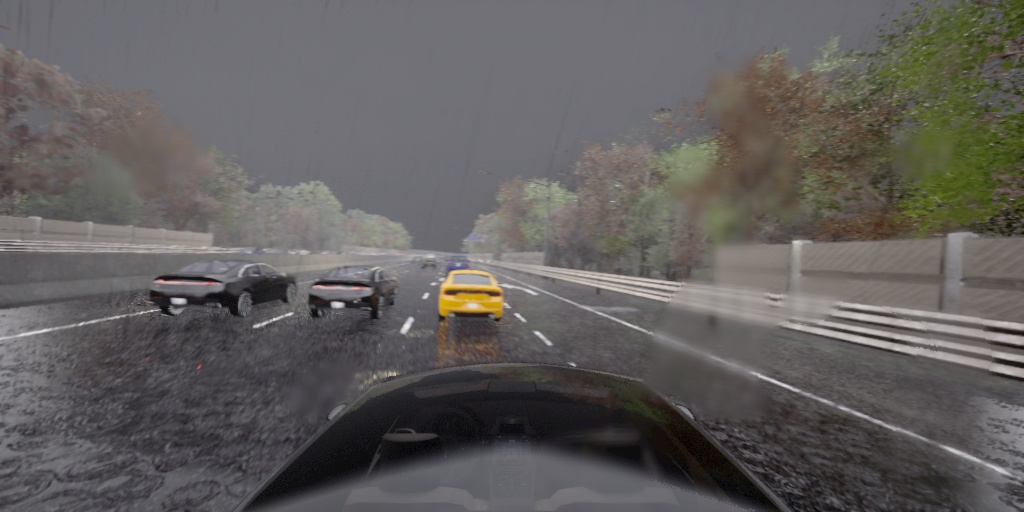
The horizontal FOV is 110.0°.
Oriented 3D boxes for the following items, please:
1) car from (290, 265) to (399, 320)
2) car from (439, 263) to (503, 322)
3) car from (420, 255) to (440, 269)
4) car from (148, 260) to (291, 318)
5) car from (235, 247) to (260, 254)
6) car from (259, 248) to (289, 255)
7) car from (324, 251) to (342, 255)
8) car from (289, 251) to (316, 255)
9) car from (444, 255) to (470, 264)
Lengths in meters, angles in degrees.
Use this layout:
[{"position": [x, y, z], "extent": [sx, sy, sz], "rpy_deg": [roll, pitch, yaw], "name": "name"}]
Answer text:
[{"position": [-4.915, 1.050, 11.688], "extent": [2.128, 1.511, 4.902], "rpy_deg": [3, 0, -10], "name": "car"}, {"position": [-1.493, 1.225, 12.409], "extent": [1.882, 1.535, 5.008], "rpy_deg": [3, 0, -10], "name": "car"}, {"position": [-11.447, 0.998, 50.273], "extent": [1.837, 1.490, 4.892], "rpy_deg": [3, 0, -10], "name": "car"}, {"position": [-8.330, 0.861, 10.943], "extent": [2.128, 1.511, 4.902], "rpy_deg": [3, 0, -10], "name": "car"}, {"position": [-36.170, -0.488, 49.682], "extent": [2.097, 1.767, 4.553], "rpy_deg": [3, 0, -9], "name": "car"}, {"position": [-32.775, -0.103, 50.518], "extent": [2.033, 1.411, 5.357], "rpy_deg": [3, 0, -9], "name": "car"}, {"position": [-25.912, 0.079, 51.850], "extent": [2.097, 1.767, 4.553], "rpy_deg": [3, 0, -9], "name": "car"}, {"position": [-29.344, 0.065, 51.161], "extent": [1.812, 1.442, 4.674], "rpy_deg": [3, 0, -9], "name": "car"}, {"position": [-5.349, 0.930, 35.297], "extent": [2.150, 2.045, 5.566], "rpy_deg": [3, 0, -10], "name": "car"}]
